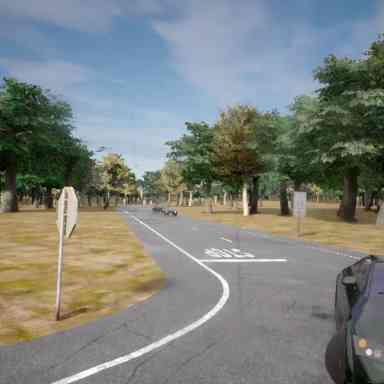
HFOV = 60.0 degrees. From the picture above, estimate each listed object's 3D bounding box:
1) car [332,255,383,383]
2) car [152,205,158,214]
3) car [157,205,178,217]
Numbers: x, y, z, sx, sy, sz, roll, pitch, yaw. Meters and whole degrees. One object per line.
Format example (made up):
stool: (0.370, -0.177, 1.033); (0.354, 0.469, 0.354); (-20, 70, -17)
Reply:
car: (3.094, 1.643, 4.607); (1.994, 1.385, 4.181); (1, -1, 22)
car: (-5.649, 2.961, 56.873); (1.882, 1.535, 5.008); (3, -2, -14)
car: (-3.411, 2.850, 48.022); (1.895, 1.301, 4.718); (3, -2, -13)
